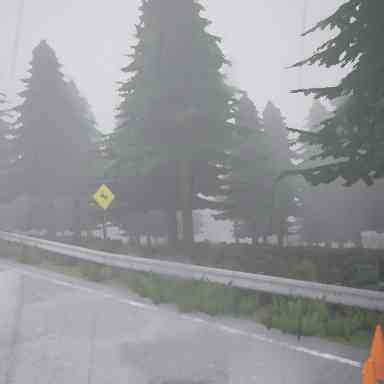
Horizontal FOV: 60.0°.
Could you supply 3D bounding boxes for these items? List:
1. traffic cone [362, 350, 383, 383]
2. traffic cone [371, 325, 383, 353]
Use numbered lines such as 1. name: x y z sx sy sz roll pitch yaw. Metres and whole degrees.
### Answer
1. traffic cone: 1.772 1.956 3.297 0.340 0.580 0.340 0 0 34
2. traffic cone: 2.321 1.956 4.130 0.340 0.580 0.340 0 0 34
